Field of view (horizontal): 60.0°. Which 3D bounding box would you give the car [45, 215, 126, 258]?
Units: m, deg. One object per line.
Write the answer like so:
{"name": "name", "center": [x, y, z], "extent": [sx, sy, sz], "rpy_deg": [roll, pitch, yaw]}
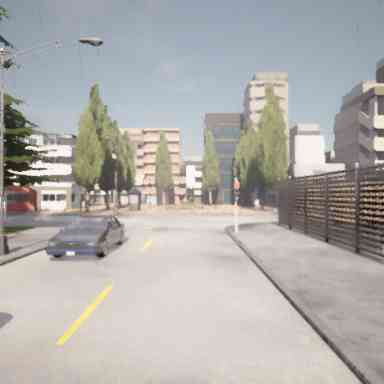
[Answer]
{"name": "car", "center": [-3.997, 1.658, 13.610], "extent": [2.033, 1.411, 5.357], "rpy_deg": [0, 0, 0]}
